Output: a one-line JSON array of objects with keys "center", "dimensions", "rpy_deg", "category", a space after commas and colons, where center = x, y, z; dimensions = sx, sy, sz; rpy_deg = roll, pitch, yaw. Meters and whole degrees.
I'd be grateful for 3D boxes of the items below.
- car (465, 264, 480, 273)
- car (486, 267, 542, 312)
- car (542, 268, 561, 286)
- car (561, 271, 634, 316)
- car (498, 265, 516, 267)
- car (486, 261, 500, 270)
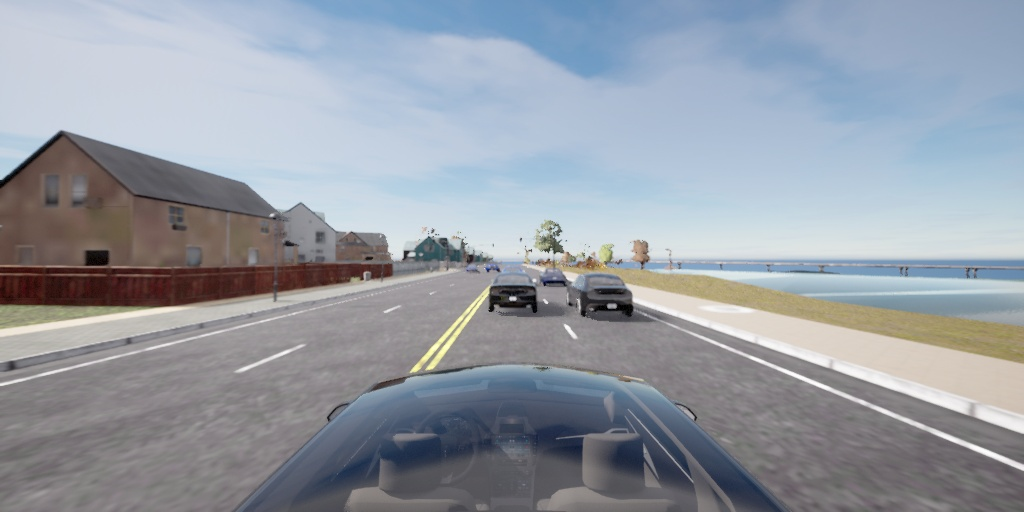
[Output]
[{"center": [-6.523, 2.071, 59.462], "dimensions": [1.812, 1.442, 4.674], "rpy_deg": [0, -1, 1], "category": "car"}, {"center": [0.059, 1.407, 15.353], "dimensions": [1.882, 1.535, 5.008], "rpy_deg": [0, 0, 1], "category": "car"}, {"center": [3.307, 1.686, 29.471], "dimensions": [1.994, 1.385, 4.181], "rpy_deg": [0, -1, 1], "category": "car"}, {"center": [3.298, 1.420, 14.161], "dimensions": [1.837, 1.490, 4.892], "rpy_deg": [0, 0, 1], "category": "car"}, {"center": [0.064, 1.611, 30.360], "dimensions": [1.882, 1.535, 5.008], "rpy_deg": [0, 0, 1], "category": "car"}, {"center": [-3.251, 1.796, 61.292], "dimensions": [2.150, 2.045, 5.566], "rpy_deg": [0, -1, 0], "category": "car"}]
